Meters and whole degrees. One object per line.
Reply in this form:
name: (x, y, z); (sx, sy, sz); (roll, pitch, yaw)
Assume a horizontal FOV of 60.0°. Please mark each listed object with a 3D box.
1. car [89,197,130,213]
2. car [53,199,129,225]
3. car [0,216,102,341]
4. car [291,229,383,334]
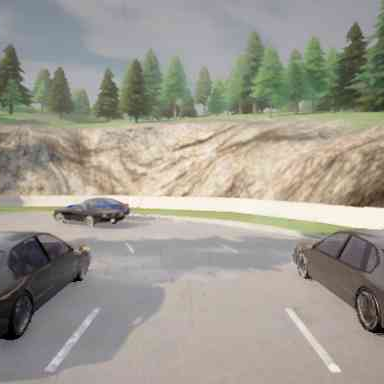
car: (-6.848, 1.112, 23.975); (5.008, 1.535, 1.882); (0, 0, 25)
car: (-6.296, 1.295, 20.016); (4.718, 1.301, 1.895); (1, 1, 35)
car: (-3.446, 1.449, 6.249); (2.033, 1.411, 5.357); (0, 1, -1)
car: (3.590, 1.451, 6.486); (2.033, 1.411, 5.357); (0, 1, 0)
